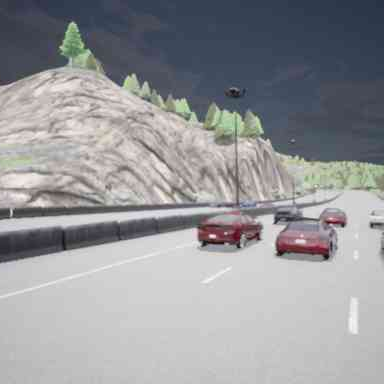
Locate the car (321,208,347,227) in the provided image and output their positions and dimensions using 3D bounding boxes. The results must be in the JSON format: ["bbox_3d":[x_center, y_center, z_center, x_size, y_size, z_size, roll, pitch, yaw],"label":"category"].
[{"bbox_3d":[11.442,2.001,27.009,1.994,1.385,4.181,0,-1,27],"label":"car"}]

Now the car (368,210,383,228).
[{"bbox_3d":[14.462,2.016,25.232,1.895,1.301,4.718,0,-1,27],"label":"car"}]

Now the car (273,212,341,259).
[{"bbox_3d":[4.759,1.752,13.611,1.994,1.385,4.181,0,-1,27],"label":"car"}]

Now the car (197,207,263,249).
[{"bbox_3d":[1.967,1.695,15.838,1.882,1.535,5.008,0,-1,27],"label":"car"}]

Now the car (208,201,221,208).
[{"bbox_3d":[4.998,2.657,69.032,2.128,1.511,4.902,0,-1,26],"label":"car"}]

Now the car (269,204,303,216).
[{"bbox_3d":[8.327,1.961,28.609,1.837,1.490,4.892,0,-1,27],"label":"car"}]

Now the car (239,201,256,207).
[{"bbox_3d":[11.277,2.576,65.959,1.882,1.535,5.008,0,-1,27],"label":"car"}]

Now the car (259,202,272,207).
[{"bbox_3d":[14.410,2.681,64.396,1.895,1.301,4.718,0,-1,27],"label":"car"}]

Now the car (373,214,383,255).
[{"bbox_3d":[7.425,1.701,11.133,2.033,1.411,5.357,0,-1,27],"label":"car"}]

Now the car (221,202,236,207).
[{"bbox_3d":[8.127,2.711,67.468,1.895,1.301,4.718,0,-1,27],"label":"car"}]
